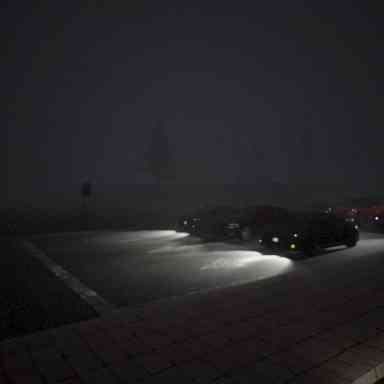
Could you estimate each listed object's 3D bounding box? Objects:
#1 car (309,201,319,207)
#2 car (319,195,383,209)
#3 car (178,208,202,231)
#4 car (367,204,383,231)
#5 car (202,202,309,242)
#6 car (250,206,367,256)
[{"bbox_3d":[9.210,1.360,24.571,4.181,1.385,1.994,-1,0,-36],"label":"car"},{"bbox_3d":[10.542,1.156,21.243,4.553,1.767,2.097,-1,0,-35],"label":"car"},{"bbox_3d":[1.278,1.451,18.995,4.181,1.385,1.994,-1,0,-35],"label":"car"},{"bbox_3d":[11.684,1.415,17.772,4.718,1.301,1.895,-1,0,-35],"label":"car"},{"bbox_3d":[3.157,1.367,16.038,5.008,1.535,1.882,-1,0,-35],"label":"car"},{"bbox_3d":[4.530,1.461,12.726,4.181,1.385,1.994,-1,0,-35],"label":"car"}]
